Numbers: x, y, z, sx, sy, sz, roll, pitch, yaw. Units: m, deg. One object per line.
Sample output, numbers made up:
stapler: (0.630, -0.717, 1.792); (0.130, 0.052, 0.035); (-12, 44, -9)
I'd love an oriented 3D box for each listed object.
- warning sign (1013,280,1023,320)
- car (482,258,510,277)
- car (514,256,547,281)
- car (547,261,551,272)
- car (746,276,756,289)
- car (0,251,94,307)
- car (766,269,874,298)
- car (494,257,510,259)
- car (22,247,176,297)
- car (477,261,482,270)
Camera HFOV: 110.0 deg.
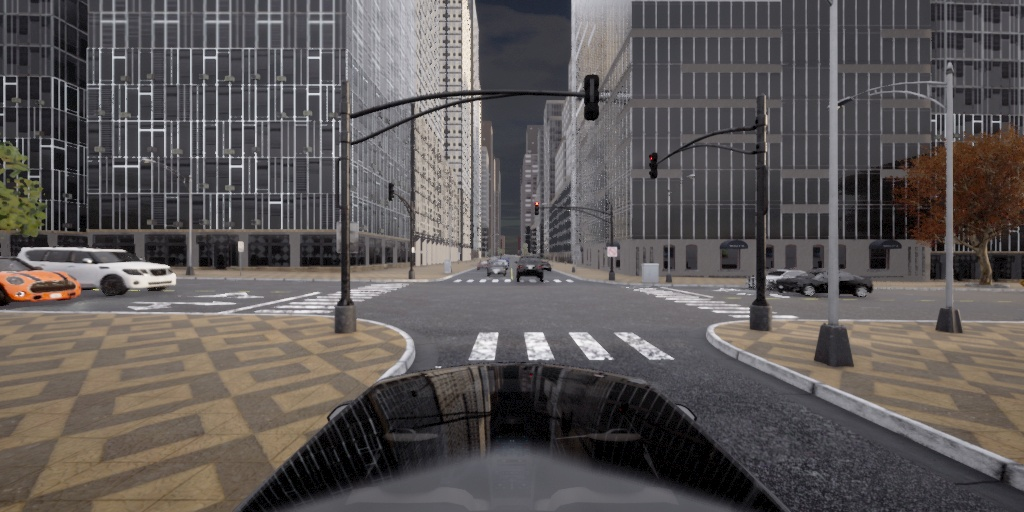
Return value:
warning sign: (17.281, 1.204, 11.543); (1.060, 1.860, 1.300); (0, 0, -3)
car: (-1.471, 1.257, 35.776); (2.128, 1.511, 4.902); (0, 0, 0)
car: (1.418, 0.990, 30.173); (2.150, 2.045, 5.566); (0, 0, 0)
car: (3.957, 1.327, 45.354); (1.948, 1.339, 4.313); (0, 0, 0)
car: (18.447, 1.630, 24.309); (4.674, 1.442, 1.812); (1, 0, -3)
car: (-18.452, 0.789, 12.663); (4.553, 1.767, 2.097); (1, 0, -3)
car: (18.204, 1.579, 21.044); (5.008, 1.535, 1.882); (1, 0, -3)
car: (-1.517, 1.284, 50.875); (1.812, 1.442, 4.674); (0, 0, 0)
car: (-18.443, 0.656, 15.916); (5.566, 2.045, 2.150); (1, 0, -3)
car: (-3.993, 1.341, 50.853); (1.802, 1.307, 4.207); (0, 0, 0)
